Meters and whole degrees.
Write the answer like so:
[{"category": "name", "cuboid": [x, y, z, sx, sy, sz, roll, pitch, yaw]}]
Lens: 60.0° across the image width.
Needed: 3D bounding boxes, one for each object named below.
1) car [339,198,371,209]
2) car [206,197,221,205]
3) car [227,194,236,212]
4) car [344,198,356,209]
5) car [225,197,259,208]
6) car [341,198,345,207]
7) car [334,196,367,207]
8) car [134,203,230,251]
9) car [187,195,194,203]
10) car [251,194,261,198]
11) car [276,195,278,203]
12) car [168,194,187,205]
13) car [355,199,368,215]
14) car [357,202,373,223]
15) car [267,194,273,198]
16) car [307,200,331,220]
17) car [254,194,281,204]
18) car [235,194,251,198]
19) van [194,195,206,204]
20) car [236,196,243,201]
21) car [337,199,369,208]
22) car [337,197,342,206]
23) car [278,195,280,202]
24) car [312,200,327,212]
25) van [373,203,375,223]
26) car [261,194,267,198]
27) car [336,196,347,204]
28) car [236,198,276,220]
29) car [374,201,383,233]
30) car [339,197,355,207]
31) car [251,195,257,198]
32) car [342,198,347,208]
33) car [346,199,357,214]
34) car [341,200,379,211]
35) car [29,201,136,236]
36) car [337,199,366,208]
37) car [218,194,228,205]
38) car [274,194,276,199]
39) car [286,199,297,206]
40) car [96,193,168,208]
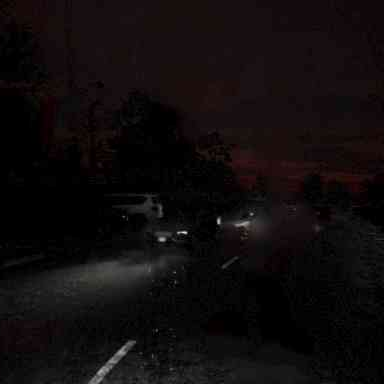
[{"category": "car", "cuboid": [29.399, 2.034, 60.148, 4.553, 1.767, 2.185, 2, 1, 1]}, {"category": "car", "cuboid": [-0.113, 1.434, 30.744, 4.892, 1.521, 2.231, 1, 0, 1]}, {"category": "car", "cuboid": [2.096, 1.355, 36.377, 4.553, 1.767, 2.185, 1, 0, 1]}, {"category": "car", "cuboid": [22.108, 2.002, 40.828, 5.366, 1.575, 1.946, 2, 0, 1]}, {"category": "car", "cuboid": [7.500, 1.598, 50.470, 4.892, 1.521, 2.231, 1, 0, 1]}, {"category": "car", "cuboid": [24.234, 2.048, 46.350, 5.366, 1.575, 1.946, 2, 0, 1]}, {"category": "car", "cuboid": [32.587, 1.976, 68.442, 5.566, 2.045, 2.435, 2, 0, 1]}, {"category": "car", "cuboid": [-0.190, 1.463, 14.220, 2.128, 1.511, 4.902, 2, 0, 21]}, {"category": "car", "cuboid": [-2.308, 1.259, 25.107, 4.553, 1.767, 2.185, 1, 0, 1]}, {"category": "car", "cuboid": [6.441, 1.323, 47.658, 5.566, 2.045, 2.435, 1, 0, 1]}, {"category": "car", "cuboid": [15.118, 1.635, 70.225, 4.553, 1.767, 2.185, 1, 0, 1]}, {"category": "car", "cuboid": [-3.332, 1.109, 22.289, 5.566, 2.045, 2.435, 1, 0, 1]}, {"category": "car", "cuboid": [17.710, 1.782, 29.774, 4.553, 1.767, 2.185, 2, 1, 1]}, {"category": "car", "cuboid": [16.609, 1.884, 27.009, 4.892, 1.521, 2.231, 2, 0, 1]}, {"category": "car", "cuboid": [10.778, 1.416, 58.949, 5.566, 2.045, 2.435, 1, 0, 1]}, {"category": "car", "cuboid": [11.893, 1.742, 31.176, 1.882, 1.535, 5.008, 2, 0, 21]}, {"category": "car", "cuboid": [17.233, 1.555, 75.860, 5.566, 2.045, 2.435, 1, 0, 1]}, {"category": "car", "cuboid": [4.209, 1.275, 42.021, 5.566, 2.045, 2.435, 1, 0, 1]}, {"category": "van", "cuboid": [-1.305, 1.181, 27.918, 4.442, 1.987, 1.878, 1, 0, 1]}, {"category": "car", "cuboid": [3.180, 1.534, 39.198, 4.792, 1.488, 2.163, 1, 0, 1]}, {"category": "car", "cuboid": [30.430, 2.182, 62.912, 4.892, 1.521, 2.231, 2, 1, 1]}, {"category": "car", "cuboid": [27.241, 2.114, 54.634, 4.892, 1.521, 2.231, 2, 1, 1]}, {"category": "car", "cuboid": [16.165, 1.784, 73.051, 4.892, 1.521, 2.231, 1, 0, 1]}, {"category": "car", "cuboid": [17.455, 1.888, 45.632, 1.837, 1.490, 4.892, 2, 0, 21]}, {"category": "van", "cuboid": [14.613, 1.616, 21.492, 4.442, 1.987, 1.878, 2, 0, 1]}, {"category": "car", "cuboid": [8.548, 1.368, 53.306, 5.566, 2.045, 2.435, 1, 0, 1]}, {"category": "car", "cuboid": [28.116, 2.125, 57.387, 5.366, 1.575, 1.946, 2, 1, 1]}, {"category": "car", "cuboid": [5.819, 1.598, 29.686, 2.128, 1.511, 4.902, 2, 0, 22]}, {"category": "car", "cuboid": [12.345, 1.537, 15.962, 5.566, 2.045, 2.435, 2, 1, 1]}, {"category": "car", "cuboid": [25.112, 2.067, 49.115, 5.008, 1.535, 2.097, 2, 1, 1]}, {"category": "car", "cuboid": [5.506, 1.550, 44.841, 5.366, 1.575, 1.946, 1, 0, 1]}, {"category": "car", "cuboid": [22.985, 2.021, 43.581, 5.008, 1.535, 2.097, 2, 0, 1]}, {"category": "car", "cuboid": [20.833, 2.004, 38.055, 4.792, 1.488, 2.163, 2, 1, 1]}, {"category": "car", "cuboid": [26.202, 2.120, 51.874, 4.792, 1.488, 2.163, 2, 0, 1]}, {"category": "car", "cuboid": [-5.558, 1.341, 16.625, 4.792, 1.488, 2.163, 1, 0, 1]}, {"category": "car", "cuboid": [31.486, 2.244, 65.675, 4.674, 1.452, 2.002, 2, 0, 1]}, {"category": "car", "cuboid": [1.016, 1.331, 33.547, 4.553, 1.767, 2.185, 1, 0, 1]}, {"category": "car", "cuboid": [13.971, 1.611, 67.411, 4.553, 1.767, 2.185, 1, 0, 1]}, {"category": "car", "cuboid": [19.852, 1.997, 66.067, 1.895, 1.301, 4.718, 2, 0, 21]}, {"category": "car", "cuboid": [-4.469, 1.084, 19.448, 5.566, 2.045, 2.435, 1, 0, 1]}]
